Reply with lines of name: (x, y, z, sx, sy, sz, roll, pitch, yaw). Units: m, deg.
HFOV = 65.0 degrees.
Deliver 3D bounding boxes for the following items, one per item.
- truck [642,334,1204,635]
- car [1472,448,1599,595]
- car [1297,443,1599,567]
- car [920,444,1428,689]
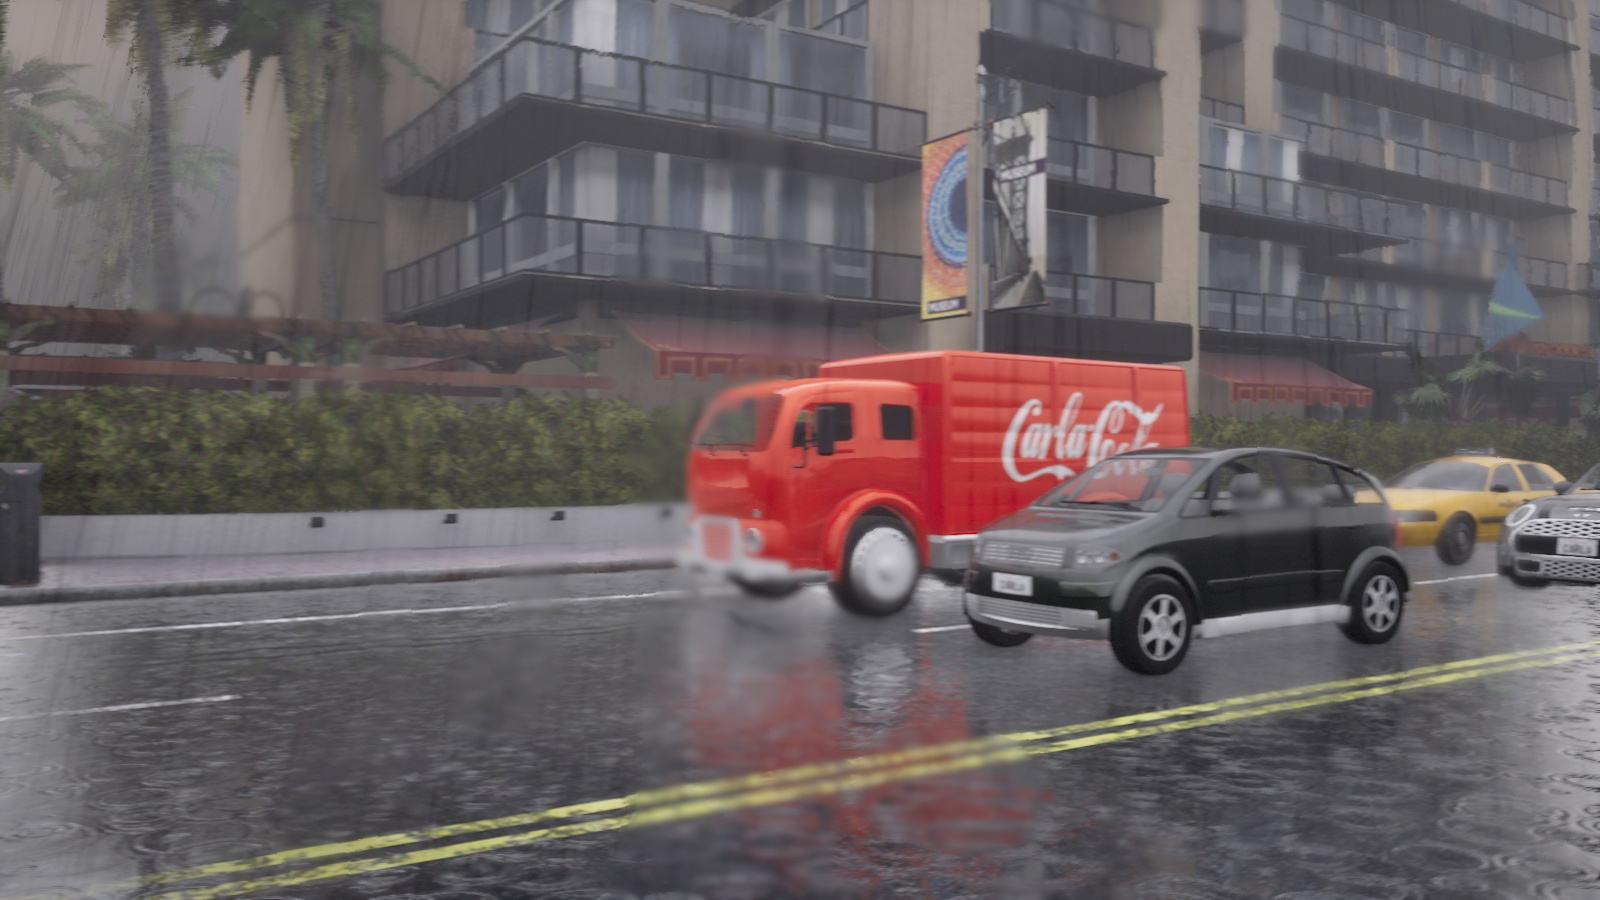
truck: (1.331, 0.282, 12.819, 5.204, 2.467, 2.627, 0, 0, -33)
car: (9.495, 0.721, 13.946, 3.806, 1.475, 1.970, 0, 0, -33)
car: (9.695, 0.703, 18.249, 5.366, 1.575, 1.801, 0, 0, -33)
car: (2.943, 0.738, 9.700, 3.705, 1.549, 1.789, 0, 0, -33)
